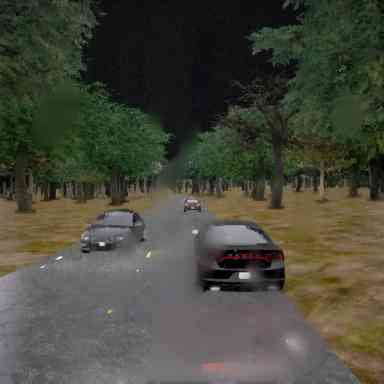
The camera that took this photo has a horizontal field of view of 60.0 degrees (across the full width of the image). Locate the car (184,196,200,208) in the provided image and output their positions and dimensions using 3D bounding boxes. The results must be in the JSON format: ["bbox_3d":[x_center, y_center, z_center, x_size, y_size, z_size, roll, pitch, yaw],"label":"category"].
[{"bbox_3d":[-0.029,1.368,47.170,2.128,1.511,4.902,0,0,0],"label":"car"}]

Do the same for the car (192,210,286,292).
[{"bbox_3d":[1.036,1.477,8.956,1.882,1.535,5.008,0,0,0],"label":"car"}]

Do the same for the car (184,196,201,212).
[{"bbox_3d":[0.047,1.453,37.048,1.812,1.442,4.674,0,0,0],"label":"car"}]

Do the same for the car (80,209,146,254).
[{"bbox_3d":[-3.021,1.499,13.583,1.837,1.490,4.892,0,0,0],"label":"car"}]
